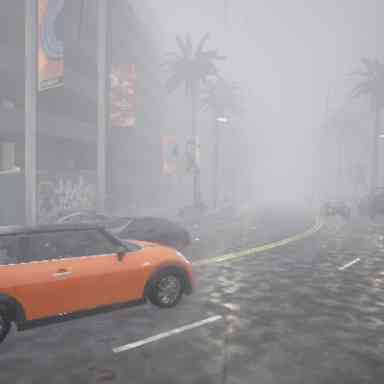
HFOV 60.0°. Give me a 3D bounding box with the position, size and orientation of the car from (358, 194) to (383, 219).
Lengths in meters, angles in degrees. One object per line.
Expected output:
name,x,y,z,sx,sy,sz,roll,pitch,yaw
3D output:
car,15.978,1.207,28.519,2.150,2.045,5.566,0,0,14

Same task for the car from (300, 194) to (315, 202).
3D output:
car,29.243,1.301,83.729,2.185,1.767,4.553,0,0,10

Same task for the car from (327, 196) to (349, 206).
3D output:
car,24.054,1.449,54.816,2.231,1.521,4.892,0,0,10

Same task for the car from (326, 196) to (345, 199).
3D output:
car,19.434,1.325,45.996,2.097,1.767,4.553,0,0,10

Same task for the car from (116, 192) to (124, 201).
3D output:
car,-11.626,0.978,53.577,2.435,2.045,5.566,0,0,10

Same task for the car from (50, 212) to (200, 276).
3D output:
car,-2.043,1.515,11.179,4.674,1.442,1.812,0,0,-44

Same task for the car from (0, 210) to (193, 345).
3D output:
car,-2.180,1.346,6.308,4.553,1.767,2.097,0,0,-36

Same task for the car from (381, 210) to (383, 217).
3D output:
car,9.063,1.472,13.308,1.882,1.535,5.008,0,0,36

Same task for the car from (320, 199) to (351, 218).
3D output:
car,12.692,1.583,29.750,1.895,1.301,4.718,0,0,14

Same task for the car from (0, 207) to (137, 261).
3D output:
car,-4.863,1.478,13.303,4.902,1.511,2.128,0,0,-43
